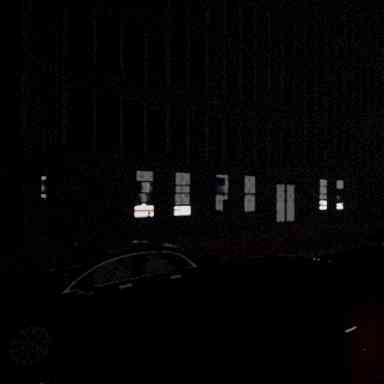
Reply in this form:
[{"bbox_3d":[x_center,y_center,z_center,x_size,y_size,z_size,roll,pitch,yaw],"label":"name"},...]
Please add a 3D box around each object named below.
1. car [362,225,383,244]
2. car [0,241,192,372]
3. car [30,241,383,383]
[{"bbox_3d":[7.871,1.673,12.181,4.206,1.307,1.802,0,0,-36],"label":"car"},{"bbox_3d":[-1.394,1.564,5.566,4.403,1.369,2.008,0,0,-36],"label":"car"},{"bbox_3d":[0.866,1.545,3.875,4.674,1.442,1.812,1,0,-36],"label":"car"}]
